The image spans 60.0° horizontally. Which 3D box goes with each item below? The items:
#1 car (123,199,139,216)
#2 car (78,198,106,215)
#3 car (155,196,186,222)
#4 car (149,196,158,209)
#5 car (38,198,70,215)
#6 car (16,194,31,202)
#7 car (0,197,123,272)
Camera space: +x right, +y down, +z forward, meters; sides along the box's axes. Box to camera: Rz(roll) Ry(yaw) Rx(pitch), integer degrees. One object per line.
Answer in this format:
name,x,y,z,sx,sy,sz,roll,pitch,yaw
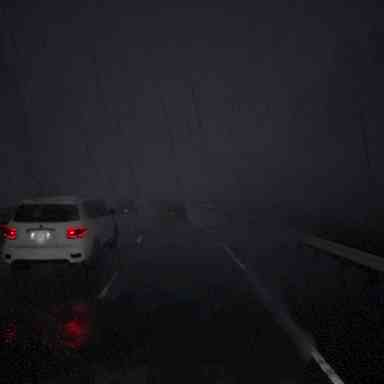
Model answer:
car,-5.708,1.326,29.271,1.812,1.442,4.674,0,0,-8
car,-9.799,1.326,33.032,2.033,1.411,5.357,0,0,-10
car,-1.519,1.308,24.301,1.882,1.535,5.008,0,0,-7
car,-4.188,1.194,40.912,1.882,1.535,5.008,0,0,-11
car,-13.266,1.351,32.280,1.994,1.385,4.181,0,0,-9
car,-32.311,1.087,63.877,1.837,1.490,4.892,0,0,-19
car,-3.816,1.150,10.713,2.150,2.045,5.566,0,0,-4
